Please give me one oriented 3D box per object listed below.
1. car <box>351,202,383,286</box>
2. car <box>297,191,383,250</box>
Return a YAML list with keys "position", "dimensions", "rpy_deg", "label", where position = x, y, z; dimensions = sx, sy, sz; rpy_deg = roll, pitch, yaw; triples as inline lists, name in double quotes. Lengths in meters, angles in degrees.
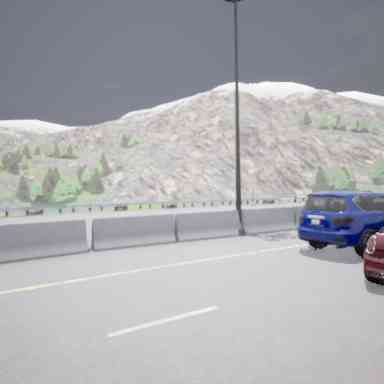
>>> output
- position: [6.005, 1.150, 7.452]
  dimensions: [4.553, 1.767, 2.097]
  rpy_deg: [-1, 1, -30]
  label: "car"
- position: [6.238, 0.963, 11.619]
  dimensions: [5.566, 2.045, 2.150]
  rpy_deg: [-1, 1, -28]
  label: "car"
